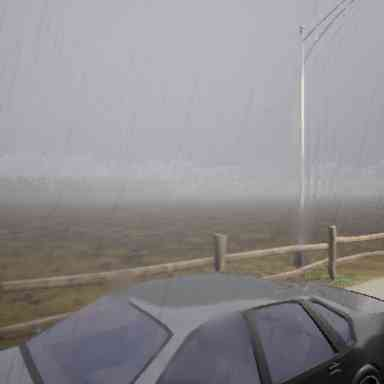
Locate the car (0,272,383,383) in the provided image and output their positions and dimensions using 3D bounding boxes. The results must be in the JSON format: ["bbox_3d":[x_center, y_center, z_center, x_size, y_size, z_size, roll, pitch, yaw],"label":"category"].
[{"bbox_3d":[-0.038,1.552,2.923,5.357,1.411,2.033,0,0,-36],"label":"car"}]
